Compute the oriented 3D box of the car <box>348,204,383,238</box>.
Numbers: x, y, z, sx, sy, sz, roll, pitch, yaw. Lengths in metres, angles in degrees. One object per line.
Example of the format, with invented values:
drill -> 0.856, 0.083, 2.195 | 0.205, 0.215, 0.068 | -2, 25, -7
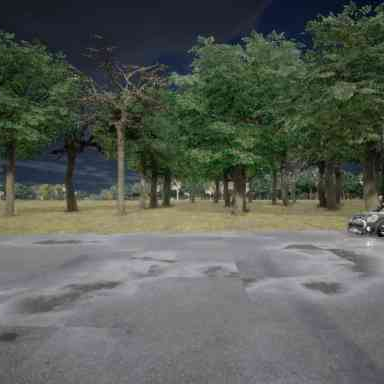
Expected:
car -> 9.941, 1.219, 16.003 | 4.553, 1.767, 2.097 | -1, -2, -6
